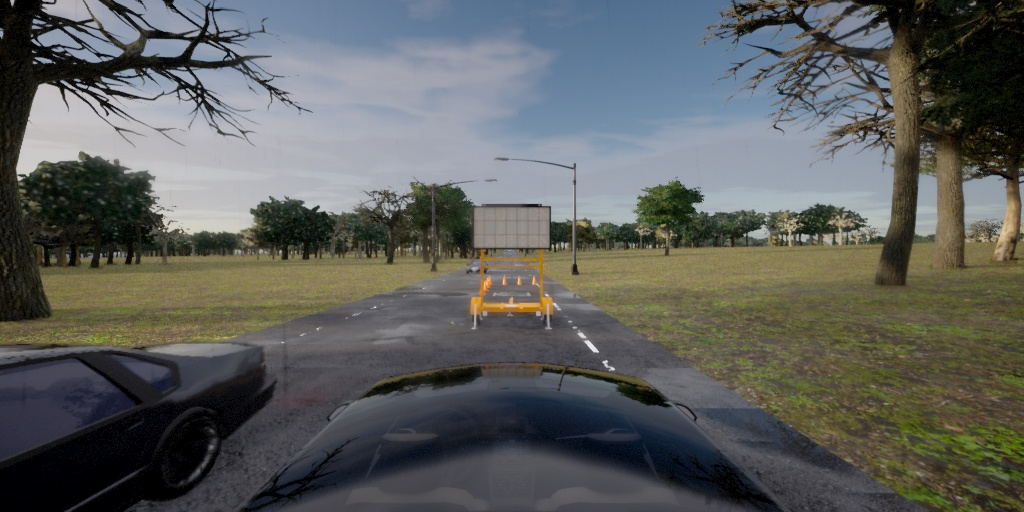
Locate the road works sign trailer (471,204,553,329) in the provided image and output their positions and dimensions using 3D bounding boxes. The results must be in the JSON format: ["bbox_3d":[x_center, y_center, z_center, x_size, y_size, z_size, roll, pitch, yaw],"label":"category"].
[{"bbox_3d":[-0.005,0.197,11.128,2.380,3.560,2.880,0,0,0],"label":"road works sign trailer"}]

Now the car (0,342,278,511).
[{"bbox_3d":[-3.599,1.297,1.712,2.033,1.411,5.357,0,0,0],"label":"car"}]

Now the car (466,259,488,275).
[{"bbox_3d":[-3.517,1.101,36.361,2.128,1.511,4.902,0,0,0],"label":"car"}]
